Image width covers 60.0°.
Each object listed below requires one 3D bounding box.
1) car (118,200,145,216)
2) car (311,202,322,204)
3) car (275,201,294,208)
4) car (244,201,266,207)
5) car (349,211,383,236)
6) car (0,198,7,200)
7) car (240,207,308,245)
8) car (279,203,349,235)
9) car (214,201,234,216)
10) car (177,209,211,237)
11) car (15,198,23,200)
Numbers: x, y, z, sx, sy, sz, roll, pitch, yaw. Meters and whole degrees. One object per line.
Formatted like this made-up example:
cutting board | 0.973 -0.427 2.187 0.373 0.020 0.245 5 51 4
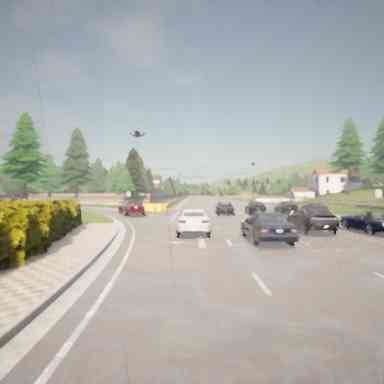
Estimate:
car | -6.642 1.648 36.130 2.097 1.767 4.553 0 0 -24
car | 14.102 1.878 38.292 1.994 1.385 4.181 0 0 0
car | 10.602 1.812 37.484 1.837 1.490 4.892 0 0 0
car | 7.101 1.811 37.443 1.837 1.490 4.892 0 0 0
car | 10.603 1.762 19.566 1.895 1.301 4.718 0 0 0
car | -46.628 2.186 81.445 4.718 1.301 1.895 0 -1 40
car | 3.601 1.681 16.179 2.033 1.411 5.357 0 0 0
car | 7.101 1.656 19.998 2.128 1.511 4.902 0 0 0
car | 3.601 1.798 37.377 2.128 1.511 4.902 0 0 0
car | 0.087 1.682 19.068 1.812 1.442 4.674 0 0 0
car | -38.712 2.130 74.717 4.902 1.511 2.128 0 -1 40
